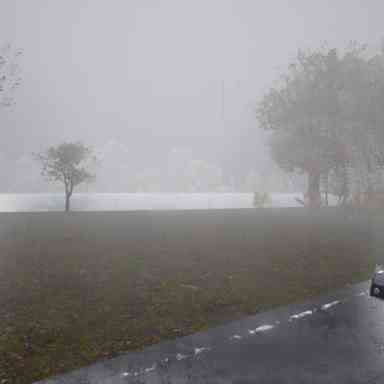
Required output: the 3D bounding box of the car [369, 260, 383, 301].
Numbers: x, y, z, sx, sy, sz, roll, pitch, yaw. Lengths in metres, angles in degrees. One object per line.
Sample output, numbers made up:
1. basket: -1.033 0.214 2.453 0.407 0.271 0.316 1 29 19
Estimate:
1. car: 5.526 1.562 6.887 4.181 1.385 1.994 0 0 -35
